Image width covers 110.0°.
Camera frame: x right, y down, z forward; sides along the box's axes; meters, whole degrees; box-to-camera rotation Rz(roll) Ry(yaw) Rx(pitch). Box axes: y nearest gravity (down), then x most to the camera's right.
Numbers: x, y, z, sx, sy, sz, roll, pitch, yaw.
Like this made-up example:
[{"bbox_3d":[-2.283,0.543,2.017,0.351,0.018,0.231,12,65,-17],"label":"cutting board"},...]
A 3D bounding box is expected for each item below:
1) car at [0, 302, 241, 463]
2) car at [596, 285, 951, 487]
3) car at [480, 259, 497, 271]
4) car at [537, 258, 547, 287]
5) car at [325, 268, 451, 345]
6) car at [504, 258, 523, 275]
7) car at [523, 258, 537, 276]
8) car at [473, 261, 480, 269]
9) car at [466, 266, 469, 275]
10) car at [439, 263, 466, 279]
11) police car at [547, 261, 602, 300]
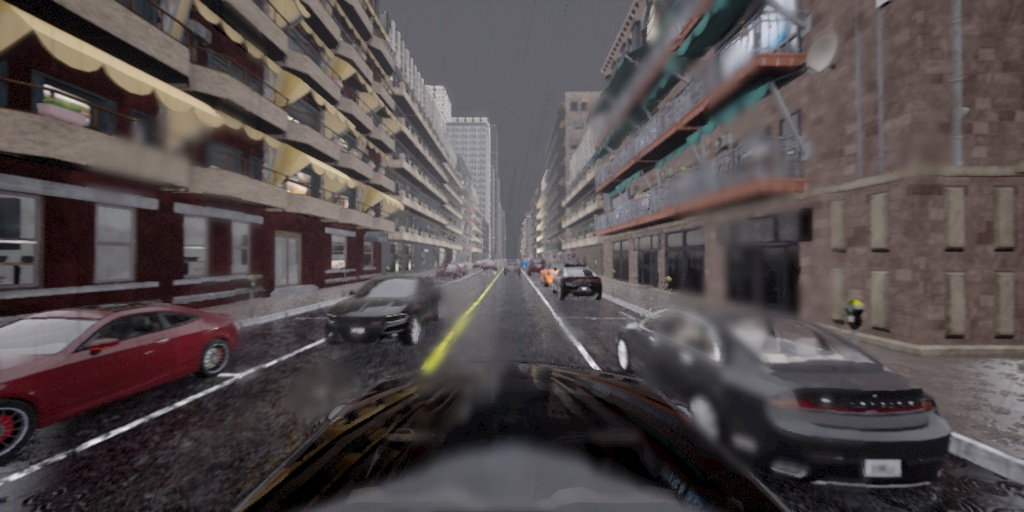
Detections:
[{"bbox_3d":[-5.691,1.339,4.780,1.802,1.307,4.207,0,0,0],"label":"car"},{"bbox_3d":[2.690,1.307,4.784,2.007,1.370,4.403,0,0,0],"label":"car"},{"bbox_3d":[-3.081,1.344,50.907,1.882,1.535,5.008,0,0,0],"label":"car"},{"bbox_3d":[3.109,1.156,24.992,2.097,1.767,4.553,0,0,0],"label":"car"},{"bbox_3d":[-3.101,1.245,9.733,1.882,1.535,5.008,0,0,0],"label":"car"},{"bbox_3d":[0.049,1.331,40.658,2.128,1.511,4.902,0,0,1],"label":"car"},{"bbox_3d":[2.684,1.151,38.878,2.192,1.841,5.009,0,0,0],"label":"car"},{"bbox_3d":[-5.700,1.440,61.603,1.888,1.381,4.507,0,0,0],"label":"car"},{"bbox_3d":[-5.697,1.418,38.874,1.802,1.307,4.207,0,0,0],"label":"car"},{"bbox_3d":[-5.695,1.367,33.191,1.888,1.381,4.507,0,0,0],"label":"car"},{"bbox_3d":[3.131,1.212,18.132,1.930,1.638,5.238,0,0,0],"label":"police car"}]
